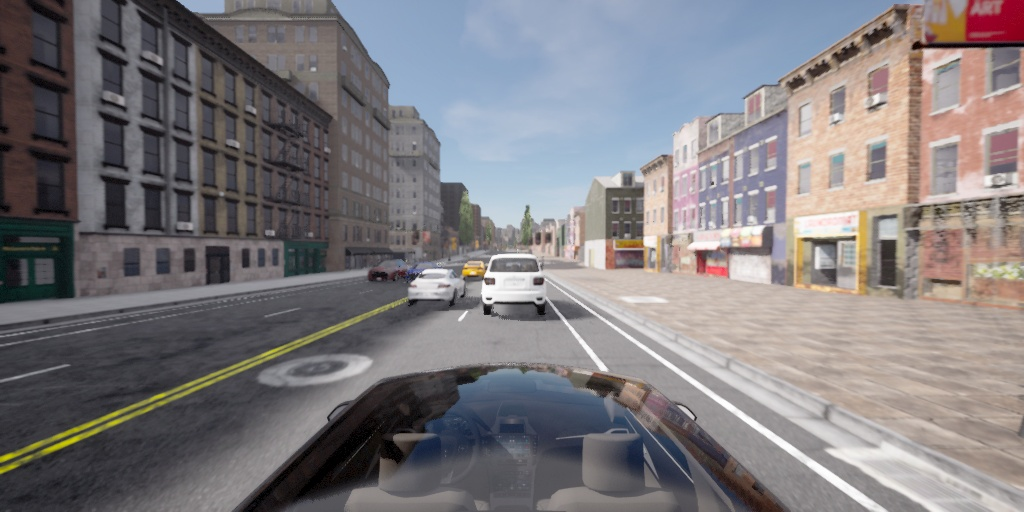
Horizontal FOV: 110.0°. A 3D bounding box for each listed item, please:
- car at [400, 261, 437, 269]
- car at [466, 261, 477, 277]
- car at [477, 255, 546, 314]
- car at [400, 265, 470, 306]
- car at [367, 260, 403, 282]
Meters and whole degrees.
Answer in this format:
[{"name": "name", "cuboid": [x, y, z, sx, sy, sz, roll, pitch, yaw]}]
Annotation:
[{"name": "car", "cuboid": [-6.604, 1.217, 27.263, 1.882, 1.535, 5.008, 0, 0, 0]}, {"name": "car", "cuboid": [-3.165, 1.206, 31.576, 1.882, 1.535, 5.008, 0, 0, 0]}, {"name": "car", "cuboid": [0.082, 0.971, 13.946, 2.150, 2.045, 5.566, 0, 0, 0]}, {"name": "car", "cuboid": [-3.165, 1.277, 15.644, 1.812, 1.442, 4.674, 0, 0, 0]}, {"name": "car", "cuboid": [-9.854, 1.088, 28.822, 2.097, 1.767, 4.553, 0, 0, 0]}]
